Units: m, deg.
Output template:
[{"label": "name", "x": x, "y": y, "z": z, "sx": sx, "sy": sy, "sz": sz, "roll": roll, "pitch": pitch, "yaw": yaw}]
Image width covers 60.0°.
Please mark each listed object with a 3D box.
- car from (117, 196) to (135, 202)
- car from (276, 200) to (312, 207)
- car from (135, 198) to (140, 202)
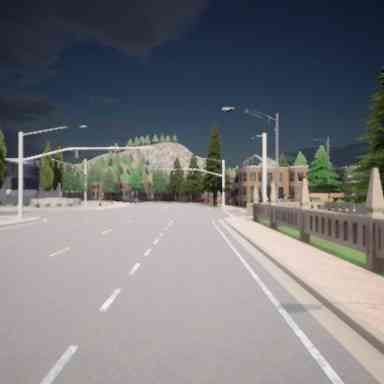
[{"label": "car", "x": -18.656, "y": 2.090, "z": 91.430, "sx": 2.150, "sy": 2.045, "sz": 5.566, "roll": 0, "pitch": -1, "yaw": -38}, {"label": "car", "x": 10.678, "y": 1.540, "z": 35.752, "sx": 4.553, "sy": 1.767, "sz": 2.097, "roll": 0, "pitch": -1, "yaw": 0}, {"label": "car", "x": -15.916, "y": 2.379, "z": 93.606, "sx": 1.837, "sy": 1.490, "sz": 4.892, "roll": 0, "pitch": -1, "yaw": -38}]
